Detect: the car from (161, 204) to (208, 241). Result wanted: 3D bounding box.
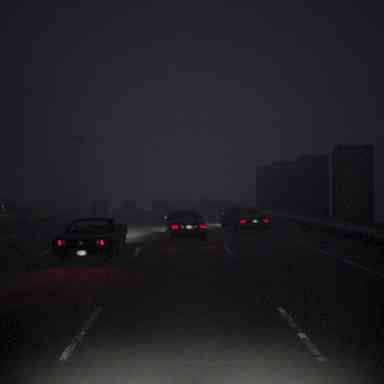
[{"bbox_3d":[-0.384,1.579,16.971,2.033,1.411,5.357,0,0,-6],"label":"car"}]

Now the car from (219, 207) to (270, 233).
[{"bbox_3d":[2.961,1.567,19.712,2.033,1.411,5.357,0,0,-7],"label":"car"}]

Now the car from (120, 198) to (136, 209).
[{"bbox_3d":[-9.103,1.619,47.186,2.128,1.511,4.902,0,0,-15],"label":"car"}]

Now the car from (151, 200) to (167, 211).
[{"bbox_3d":[-4.087,1.693,41.681,1.895,1.301,4.718,0,0,-13],"label":"car"}]

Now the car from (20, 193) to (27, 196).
[{"bbox_3d":[-39.748,1.310,78.646,2.150,2.045,5.566,0,0,-26],"label":"car"}]

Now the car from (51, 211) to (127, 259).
[{"bbox_3d":[-3.646,1.641,12.759,1.895,1.301,4.718,0,0,-4],"label":"car"}]

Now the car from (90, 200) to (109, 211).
[{"bbox_3d":[-10.631,1.611,38.293,2.128,1.511,4.902,0,0,-12],"label":"car"}]

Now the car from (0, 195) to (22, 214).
[{"bbox_3d":[-21.641,1.526,38.097,2.097,1.767,4.553,0,0,-12],"label":"car"}]
